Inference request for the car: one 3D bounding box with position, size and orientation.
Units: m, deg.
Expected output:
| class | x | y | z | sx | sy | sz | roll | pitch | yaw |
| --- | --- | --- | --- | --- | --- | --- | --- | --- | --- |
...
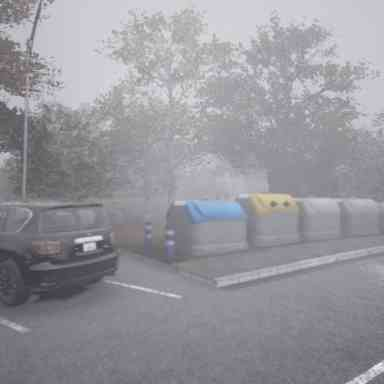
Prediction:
| class | x | y | z | sx | sy | sz | roll | pitch | yaw |
| --- | --- | --- | --- | --- | --- | --- | --- | --- | --- |
| car | -4.241 | 1.231 | 8.176 | 5.566 | 2.045 | 2.435 | -1 | 0 | 35 |
